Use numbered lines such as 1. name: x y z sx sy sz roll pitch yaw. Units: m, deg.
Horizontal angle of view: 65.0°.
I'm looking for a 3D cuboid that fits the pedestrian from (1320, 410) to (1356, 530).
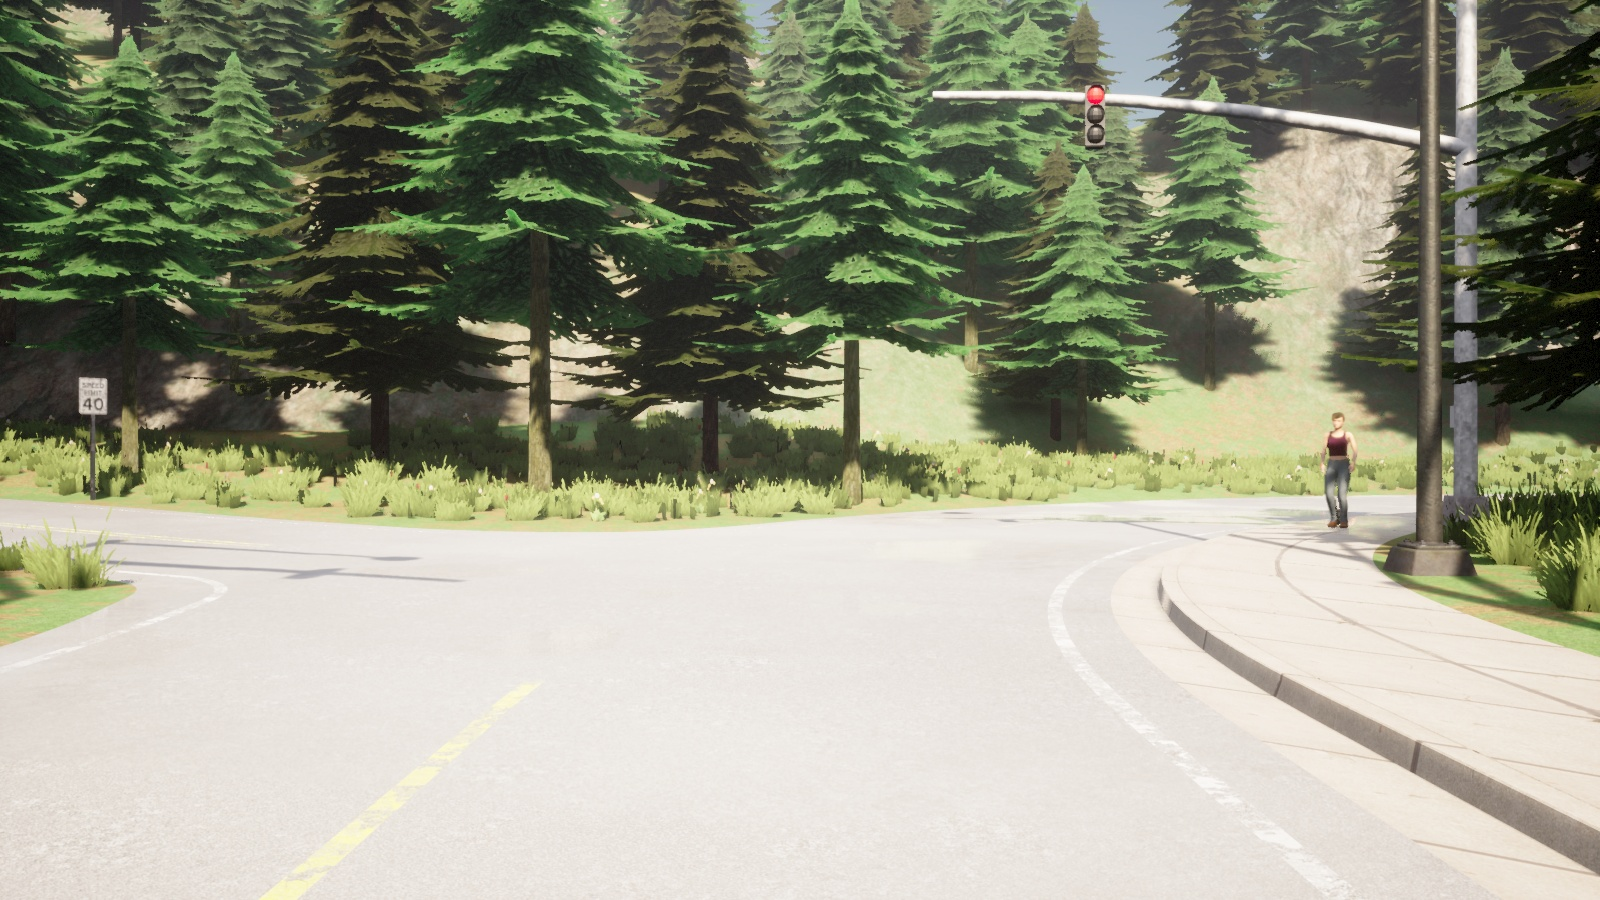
1. pedestrian: 8.347 0.305 19.495 0.345 1.836 0.594 0 0 41
